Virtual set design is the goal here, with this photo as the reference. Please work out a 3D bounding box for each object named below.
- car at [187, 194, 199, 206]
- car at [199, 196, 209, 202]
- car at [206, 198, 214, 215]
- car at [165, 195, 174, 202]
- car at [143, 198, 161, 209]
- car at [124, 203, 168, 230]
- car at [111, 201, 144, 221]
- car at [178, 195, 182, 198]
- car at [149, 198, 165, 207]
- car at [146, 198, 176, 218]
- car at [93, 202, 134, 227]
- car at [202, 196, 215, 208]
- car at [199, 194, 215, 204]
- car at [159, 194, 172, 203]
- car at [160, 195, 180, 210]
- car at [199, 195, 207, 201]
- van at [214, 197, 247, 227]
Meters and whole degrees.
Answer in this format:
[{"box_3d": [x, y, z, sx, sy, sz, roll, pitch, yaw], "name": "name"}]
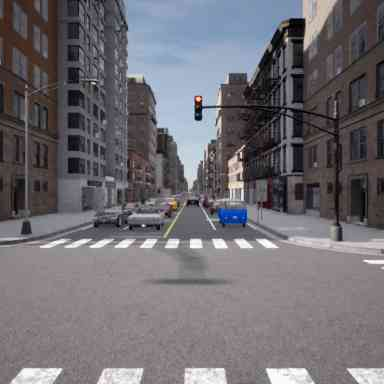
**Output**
[{"box_3d": [0.152, 1.466, 53.605, 1.882, 1.535, 5.008, 0, 0, 0], "name": "car"}, {"box_3d": [2.696, 1.524, 73.582, 2.008, 1.369, 4.403, 0, 0, 0], "name": "car"}, {"box_3d": [2.664, 1.580, 33.813, 1.802, 1.307, 4.206, 0, 0, 0], "name": "car"}, {"box_3d": [-5.324, 1.410, 79.266, 1.967, 1.590, 4.097, 0, 0, 0], "name": "car"}, {"box_3d": [-5.352, 1.520, 45.006, 1.752, 1.417, 4.829, 0, 0, 0], "name": "car"}, {"box_3d": [-2.803, 1.600, 21.155, 1.895, 1.301, 4.718, 0, 0, -1], "name": "car"}, {"box_3d": [-5.365, 1.543, 28.130, 1.887, 1.381, 4.507, 0, 0, 0], "name": "car"}, {"box_3d": [-2.770, 1.592, 50.051, 1.895, 1.301, 4.718, 0, 0, 0], "name": "car"}, {"box_3d": [-5.347, 1.556, 50.858, 1.947, 1.339, 4.313, 0, 0, 0], "name": "car"}, {"box_3d": [-2.822, 1.562, 30.299, 1.994, 1.385, 4.181, 0, 0, 0], "name": "car"}, {"box_3d": [-5.370, 1.550, 22.448, 2.008, 1.369, 4.403, 0, 0, 0], "name": "car"}, {"box_3d": [2.674, 1.576, 45.176, 1.802, 1.307, 4.206, 0, 0, 0], "name": "car"}, {"box_3d": [2.678, 1.305, 50.857, 2.192, 1.841, 5.009, 0, 0, 0], "name": "car"}, {"box_3d": [-5.333, 1.293, 67.903, 2.192, 1.841, 5.009, 0, 0, 0], "name": "car"}, {"box_3d": [-2.811, 1.474, 39.946, 1.882, 1.535, 5.008, 0, 0, 0], "name": "car"}, {"box_3d": [2.706, 1.531, 84.945, 1.947, 1.339, 4.313, 0, 0, 0], "name": "car"}, {"box_3d": [2.655, 1.340, 22.450, 1.690, 1.788, 3.998, 0, 0, 0], "name": "van"}]
